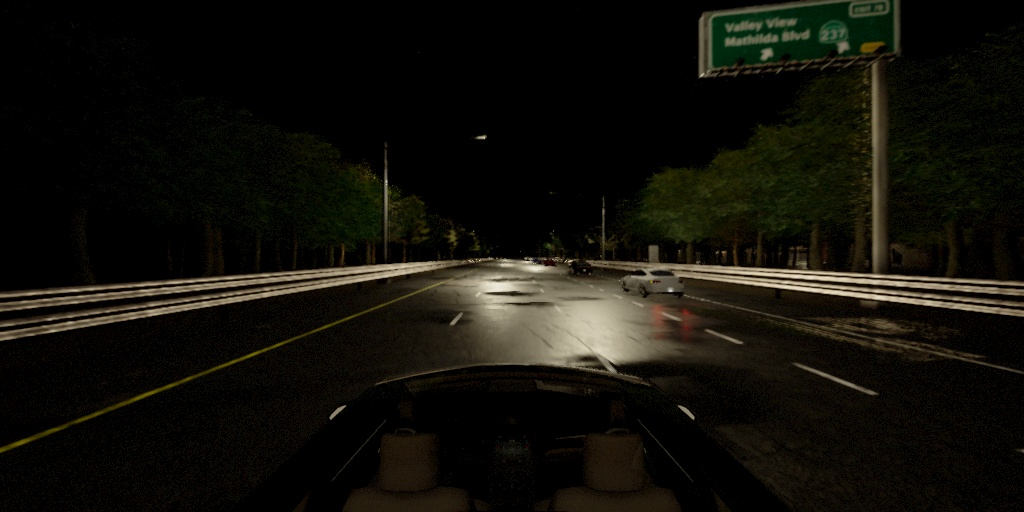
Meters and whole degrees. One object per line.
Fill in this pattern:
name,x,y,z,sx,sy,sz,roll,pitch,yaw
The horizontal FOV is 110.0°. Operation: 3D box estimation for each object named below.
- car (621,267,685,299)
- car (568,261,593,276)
car,6.995,1.283,18.133,1.812,1.442,4.674,0,0,0
car,6.986,1.243,37.067,1.882,1.535,5.008,0,0,0
